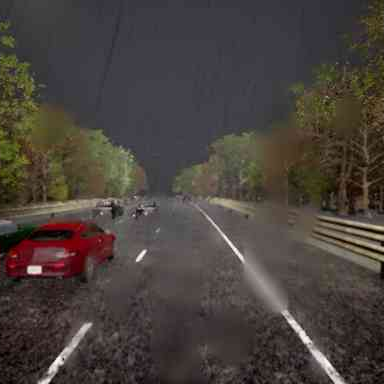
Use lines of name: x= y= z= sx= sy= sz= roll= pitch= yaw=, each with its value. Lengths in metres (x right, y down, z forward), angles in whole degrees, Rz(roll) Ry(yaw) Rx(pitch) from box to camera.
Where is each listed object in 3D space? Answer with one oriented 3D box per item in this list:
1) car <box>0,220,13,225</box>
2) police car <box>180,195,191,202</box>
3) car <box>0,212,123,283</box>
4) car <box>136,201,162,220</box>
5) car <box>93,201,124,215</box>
car: x=-6.967 y=1.612 z=11.477 sx=1.895 sy=1.301 sz=4.718 roll=0 pitch=0 yaw=-1
police car: x=-1.365 y=1.690 z=85.408 sx=1.930 sy=1.638 sz=5.238 roll=0 pitch=0 yaw=-3
car: x=-3.448 y=1.534 z=9.559 sx=1.812 sy=1.442 sz=4.674 roll=0 pitch=0 yaw=0
car: x=-3.695 y=1.529 z=28.900 sx=2.128 sy=1.511 sz=4.902 roll=0 pitch=0 yaw=-1
car: x=-7.210 y=1.529 z=28.886 sx=2.128 sy=1.511 sz=4.902 roll=0 pitch=0 yaw=-1
